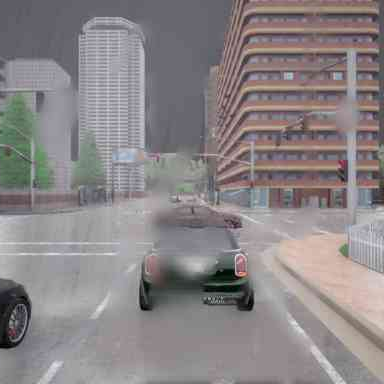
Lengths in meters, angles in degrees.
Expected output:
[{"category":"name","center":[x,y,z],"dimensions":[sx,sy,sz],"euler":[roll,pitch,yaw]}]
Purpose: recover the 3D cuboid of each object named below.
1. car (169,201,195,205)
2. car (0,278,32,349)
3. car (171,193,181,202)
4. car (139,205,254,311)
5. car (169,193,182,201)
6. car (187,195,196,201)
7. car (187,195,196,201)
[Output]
[{"category":"car","center":[0.309,1.462,18.743],"dimensions":[5.008,1.535,1.882],"euler":[0,0,-1]},{"category":"car","center":[-3.431,1.526,3.305],"dimensions":[1.812,1.442,4.674],"euler":[0,0,0]},{"category":"car","center":[-3.634,1.219,76.075],"dimensions":[2.150,2.045,5.566],"euler":[0,0,0]},{"category":"car","center":[0.099,1.352,7.924],"dimensions":[2.097,1.767,4.553],"euler":[0,0,1]},{"category":"car","center":[-3.517,1.491,66.074],"dimensions":[2.128,1.511,4.902],"euler":[0,0,0]},{"category":"car","center":[-0.150,1.506,85.332],"dimensions":[2.128,1.511,4.902],"euler":[0,0,0]},{"category":"car","center":[-0.134,1.518,76.332],"dimensions":[1.812,1.442,4.674],"euler":[0,0,0]}]
